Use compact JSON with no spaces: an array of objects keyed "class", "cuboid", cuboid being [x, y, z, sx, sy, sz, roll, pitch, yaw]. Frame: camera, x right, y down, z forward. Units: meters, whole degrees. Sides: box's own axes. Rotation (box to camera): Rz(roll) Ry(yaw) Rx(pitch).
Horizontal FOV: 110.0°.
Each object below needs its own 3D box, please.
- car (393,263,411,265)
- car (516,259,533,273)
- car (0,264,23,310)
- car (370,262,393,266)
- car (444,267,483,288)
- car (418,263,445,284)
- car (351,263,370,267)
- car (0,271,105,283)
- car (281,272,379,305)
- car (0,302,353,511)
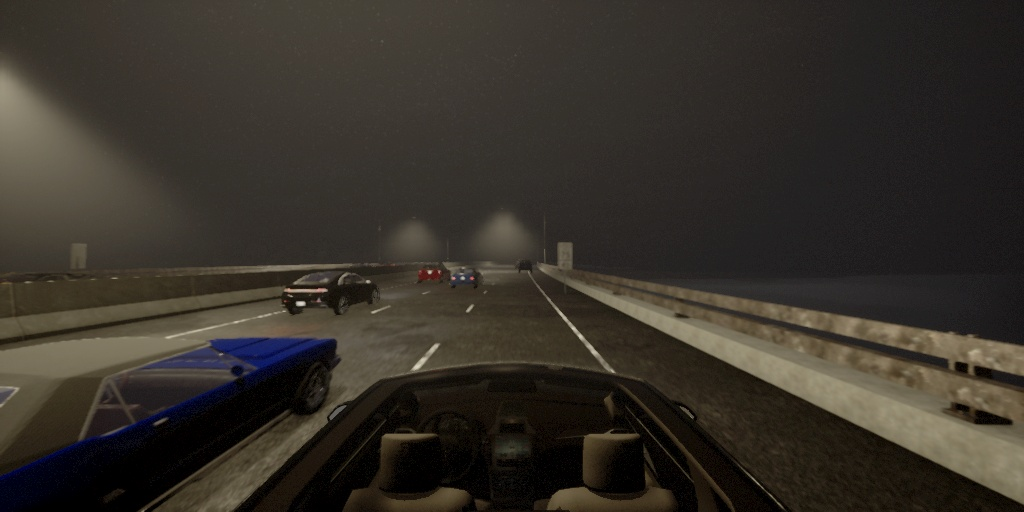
[{"class":"car","cuboid":[-16.642,1.883,57.152,2.033,1.411,5.357,0,-1,3]},{"class":"car","cuboid":[2.025,1.522,53.924,2.150,2.045,5.566,0,-1,2]},{"class":"car","cuboid":[-21.059,1.201,12.383,2.097,1.767,4.553,0,-1,0]},{"class":"car","cuboid":[-20.156,1.685,56.944,2.097,1.767,4.553,0,-1,2]},{"class":"car","cuboid":[-3.219,1.545,26.191,2.033,1.411,5.357,0,-1,1]},{"class":"car","cuboid":[-6.636,1.401,31.201,2.097,1.767,4.553,0,-1,1]},{"class":"car","cuboid":[-23.671,1.818,56.325,2.128,1.511,4.902,0,-1,2]},{"class":"car","cuboid":[-17.554,1.337,13.253,1.882,1.535,5.008,0,-1,0]},{"class":"car","cuboid":[-6.849,1.364,14.086,2.128,1.511,4.902,0,-1,0]},{"class":"car","cuboid":[-3.401,1.363,3.086,1.895,1.301,4.718,0,-1,0]}]
